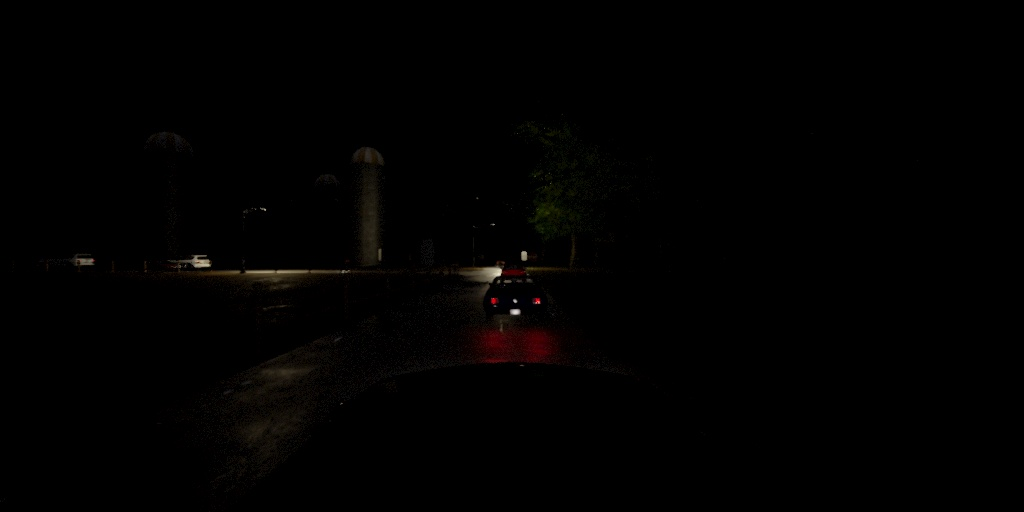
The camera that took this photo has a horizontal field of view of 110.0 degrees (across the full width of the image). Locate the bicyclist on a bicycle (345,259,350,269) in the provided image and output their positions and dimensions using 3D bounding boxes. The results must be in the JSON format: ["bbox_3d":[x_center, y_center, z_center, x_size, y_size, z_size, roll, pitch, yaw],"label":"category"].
[{"bbox_3d":[-22.747,1.184,49.612,0.582,1.620,1.656,0,0,0],"label":"bicyclist on a bicycle"}]

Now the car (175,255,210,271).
[{"bbox_3d":[-42.303,0.907,46.336,5.566,2.045,2.150,0,0,0],"label":"car"}]

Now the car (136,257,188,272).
[{"bbox_3d":[-42.769,1.216,43.517,4.674,1.442,1.812,0,0,0],"label":"car"}]

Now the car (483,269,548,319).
[{"bbox_3d":[0.101,1.315,12.532,1.895,1.301,4.718,0,0,0],"label":"car"}]

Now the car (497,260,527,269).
[{"bbox_3d":[0.096,1.252,26.275,1.812,1.442,4.674,0,0,0],"label":"car"}]
